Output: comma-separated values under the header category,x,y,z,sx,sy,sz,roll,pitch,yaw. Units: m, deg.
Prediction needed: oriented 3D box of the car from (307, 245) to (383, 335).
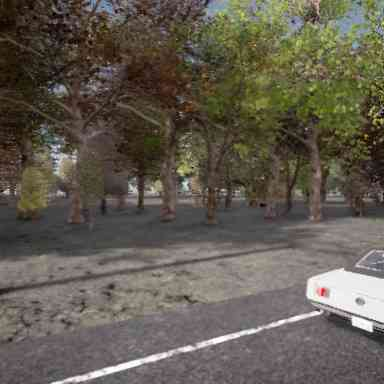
category,x,y,z,sx,sy,sz,roll,pitch,yaw
car,4.324,1.627,6.015,4.718,1.301,1.895,0,0,-33
